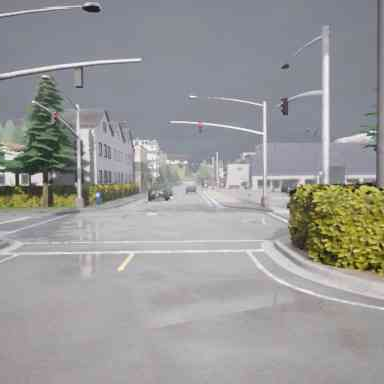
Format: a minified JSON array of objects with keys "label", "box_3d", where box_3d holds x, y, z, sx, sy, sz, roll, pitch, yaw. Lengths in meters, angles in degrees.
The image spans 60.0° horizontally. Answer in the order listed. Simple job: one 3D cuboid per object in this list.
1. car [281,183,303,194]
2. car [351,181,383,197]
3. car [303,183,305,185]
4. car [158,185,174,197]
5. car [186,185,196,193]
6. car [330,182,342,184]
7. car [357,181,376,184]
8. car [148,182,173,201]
[{"label":"car","box_3d":[15.274,-0.515,52.044,2.007,1.523,4.514,-1,2,0]},{"label":"car","box_3d":[22.264,-0.457,42.065,1.932,1.855,4.605,-1,2,0]},{"label":"car","box_3d":[18.899,-0.862,59.104,1.970,1.475,3.806,-1,2,0]},{"label":"car","box_3d":[-3.729,-0.160,48.408,1.837,1.490,4.892,-1,2,0]},{"label":"car","box_3d":[-0.164,-0.562,58.667,2.128,1.511,4.902,-1,2,0]},{"label":"car","box_3d":[25.313,-1.026,59.456,2.152,1.636,5.027,-1,2,0]},{"label":"car","box_3d":[19.018,-0.173,34.186,1.905,1.878,3.866,-1,2,0]},{"label":"car","box_3d":[-3.718,-0.097,38.248,2.150,2.045,5.566,-1,2,0]}]
